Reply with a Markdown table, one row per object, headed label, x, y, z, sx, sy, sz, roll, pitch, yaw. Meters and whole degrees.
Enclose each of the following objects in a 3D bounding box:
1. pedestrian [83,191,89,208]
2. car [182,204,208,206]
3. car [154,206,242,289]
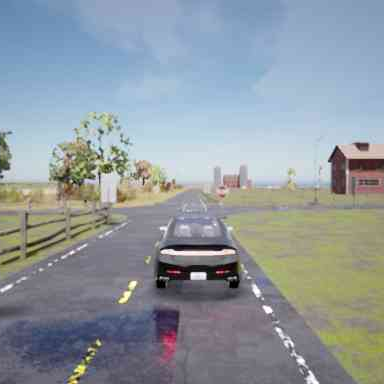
| label | x | y | z | sx | sy | sz | roll | pitch | yaw |
| --- | --- | --- | --- | --- | --- | --- | --- | --- | --- |
| pedestrian | -12.078 | 0.831 | 37.787 | 0.375 | 1.860 | 0.375 | 0 | 2 | 1 |
| car | 0.175 | 1.307 | 18.892 | 1.895 | 1.301 | 4.718 | 0 | 1 | 1 |
| car | 0.121 | 1.354 | 8.754 | 2.128 | 1.511 | 4.902 | 0 | 1 | 0 |
